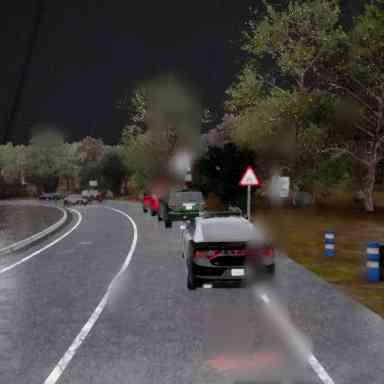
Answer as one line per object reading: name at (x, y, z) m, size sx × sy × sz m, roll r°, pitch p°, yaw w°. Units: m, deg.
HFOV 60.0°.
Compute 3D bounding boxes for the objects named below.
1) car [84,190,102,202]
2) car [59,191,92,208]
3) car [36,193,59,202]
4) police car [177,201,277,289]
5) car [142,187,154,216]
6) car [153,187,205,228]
car at (-13.983, 0.492, 44.934) m, size 2.097 × 1.767 × 4.553 m, roll -5°, pitch 3°, yaw -39°
car at (-13.246, 0.955, 37.730) m, size 1.994 × 1.385 × 4.181 m, roll -4°, pitch 2°, yaw -33°
car at (-23.779, 0.858, 54.967) m, size 4.718 × 1.301 × 1.895 m, roll -2°, pitch 4°, yaw 38°
police car at (0.719, 1.291, 9.043) m, size 1.930 × 1.638 × 5.238 m, roll 0°, pitch 2°, yaw -4°
car at (-2.361, 0.635, 25.312) m, size 2.150 × 2.045 × 5.566 m, roll -2°, pitch 2°, yaw -18°
car at (-0.715, 0.798, 19.262) m, size 2.150 × 2.045 × 5.566 m, roll -1°, pitch 2°, yaw -12°
